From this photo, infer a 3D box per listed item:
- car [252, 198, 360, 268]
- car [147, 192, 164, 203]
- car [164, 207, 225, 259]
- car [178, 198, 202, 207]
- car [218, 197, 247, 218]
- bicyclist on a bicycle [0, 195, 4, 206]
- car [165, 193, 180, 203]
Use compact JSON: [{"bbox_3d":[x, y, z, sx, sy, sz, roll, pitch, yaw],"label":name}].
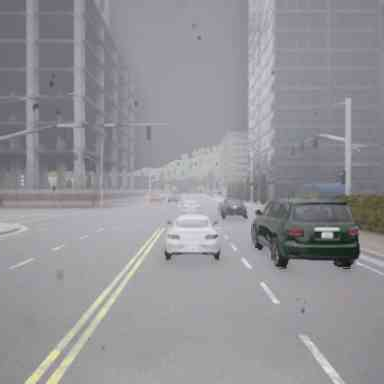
[{"bbox_3d":[3.517,1.204,11.321,2.150,2.045,5.566,0,0,0],"label":"car"},{"bbox_3d":[-7.314,1.237,66.335,2.097,1.767,4.553,0,0,0],"label":"car"},{"bbox_3d":[0.019,1.504,12.292,1.812,1.442,4.674,0,0,0],"label":"car"},{"bbox_3d":[-0.051,1.474,29.780,1.812,1.442,4.674,0,0,0],"label":"car"},{"bbox_3d":[3.448,1.302,29.075,2.097,1.767,4.553,0,0,0],"label":"car"},{"bbox_3d":[-26.657,1.216,46.348,0.582,1.620,1.656,0,0,0],"label":"bicyclist on a bicycle"},{"bbox_3d":[-3.816,1.385,66.357,1.837,1.490,4.892,0,0,0],"label":"car"}]
